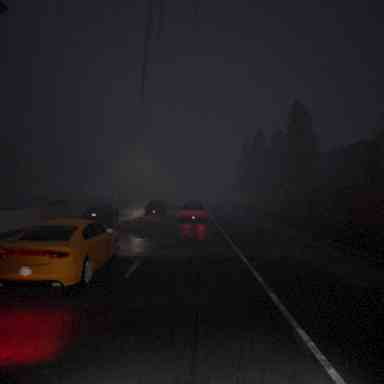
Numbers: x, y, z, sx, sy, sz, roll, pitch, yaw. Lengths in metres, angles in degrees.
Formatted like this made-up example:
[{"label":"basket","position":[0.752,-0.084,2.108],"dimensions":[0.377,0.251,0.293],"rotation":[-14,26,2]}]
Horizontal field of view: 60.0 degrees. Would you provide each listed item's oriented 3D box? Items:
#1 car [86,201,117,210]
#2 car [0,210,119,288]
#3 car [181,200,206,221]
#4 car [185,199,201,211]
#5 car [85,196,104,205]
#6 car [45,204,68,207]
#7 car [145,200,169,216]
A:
[{"label":"car","position":[-6.894,1.578,25.379],"dimensions":[1.994,1.385,4.181],"rotation":[0,0,0]},{"label":"car","position":[-3.398,1.483,9.288],"dimensions":[1.882,1.535,5.008],"rotation":[0,0,0]},{"label":"car","position":[0.106,1.616,26.969],"dimensions":[1.895,1.301,4.718],"rotation":[0,0,0]},{"label":"car","position":[0.109,1.625,42.996],"dimensions":[1.895,1.301,4.718],"rotation":[0,0,0]},{"label":"car","position":[-17.505,1.538,60.051],"dimensions":[1.882,1.535,5.008],"rotation":[0,0,0]},{"label":"car","position":[-14.082,1.524,34.421],"dimensions":[1.837,1.490,4.892],"rotation":[0,0,0]},{"label":"car","position":[-3.393,1.523,32.275],"dimensions":[1.837,1.490,4.892],"rotation":[0,0,0]}]
